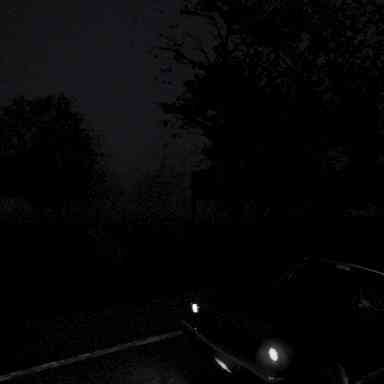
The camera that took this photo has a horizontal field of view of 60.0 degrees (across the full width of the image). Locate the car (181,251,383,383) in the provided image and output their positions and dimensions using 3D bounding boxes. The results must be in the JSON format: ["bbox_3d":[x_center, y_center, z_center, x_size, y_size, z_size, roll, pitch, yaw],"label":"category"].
[{"bbox_3d":[2.257,1.625,4.800,4.718,1.301,1.895,1,0,-30],"label":"car"}]
